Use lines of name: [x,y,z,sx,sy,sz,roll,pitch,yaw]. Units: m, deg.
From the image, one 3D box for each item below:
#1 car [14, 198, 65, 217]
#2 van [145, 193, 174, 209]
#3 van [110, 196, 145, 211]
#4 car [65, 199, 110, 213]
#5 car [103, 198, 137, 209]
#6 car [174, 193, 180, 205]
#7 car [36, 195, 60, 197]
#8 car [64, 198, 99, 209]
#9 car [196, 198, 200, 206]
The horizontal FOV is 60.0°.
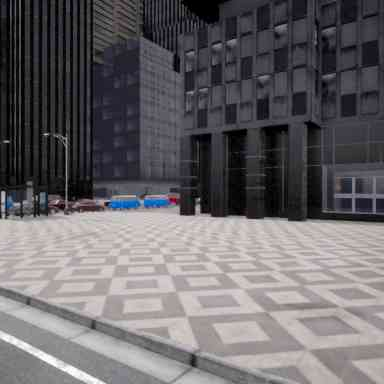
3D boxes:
car: [-14.594,1.548,30.937,2.008,1.369,4.403,0,0,35]
van: [-4.713,1.329,44.810,1.690,1.788,3.998,0,0,35]
van: [-8.006,1.331,40.186,1.690,1.788,3.998,0,0,35]
car: [-11.300,1.576,35.561,1.802,1.307,4.206,0,0,35]
car: [-10.174,1.572,47.239,1.895,1.301,4.718,0,0,36]
car: [-4.103,1.191,55.684,2.150,2.045,5.566,0,0,36]
car: [-18.245,1.284,40.505,2.192,1.841,5.009,0,0,35]
car: [-14.952,1.548,45.130,1.802,1.307,4.206,0,0,35]
car: [1.874,1.568,54.059,1.802,1.307,4.206,0,0,35]
